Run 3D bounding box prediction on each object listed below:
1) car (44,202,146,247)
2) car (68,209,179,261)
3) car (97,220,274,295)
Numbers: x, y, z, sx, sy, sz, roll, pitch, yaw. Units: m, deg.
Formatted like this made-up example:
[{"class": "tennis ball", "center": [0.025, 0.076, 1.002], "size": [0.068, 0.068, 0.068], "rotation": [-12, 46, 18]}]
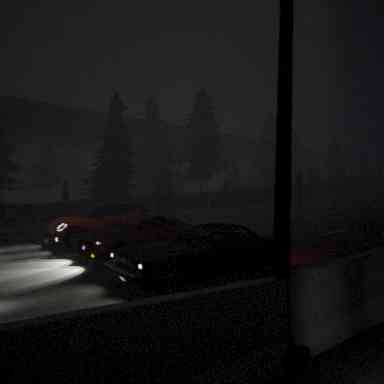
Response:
[{"class": "car", "center": [-3.806, 1.264, 14.173], "size": [4.553, 1.767, 2.097], "rotation": [-2, 1, -35]}, {"class": "car", "center": [-1.703, 1.474, 11.374], "size": [4.181, 1.385, 1.994], "rotation": [-2, 1, -35]}, {"class": "car", "center": [0.292, 1.512, 8.498], "size": [4.718, 1.301, 1.895], "rotation": [-2, 1, -35]}]
